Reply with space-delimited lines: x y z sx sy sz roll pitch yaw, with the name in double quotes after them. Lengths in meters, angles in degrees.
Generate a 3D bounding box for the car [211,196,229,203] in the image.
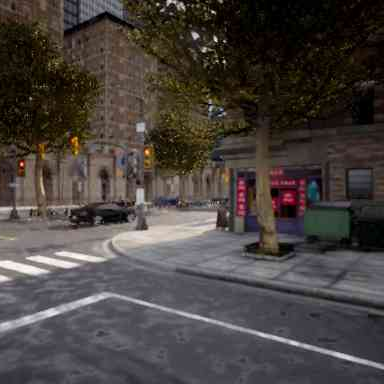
5.812 1.430 65.131 2.033 1.411 5.357 0 0 36 "car"

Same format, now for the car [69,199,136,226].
-6.101 1.469 23.289 1.882 1.535 5.008 -2 -1 34 "car"

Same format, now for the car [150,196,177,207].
-4.320 1.449 51.223 1.882 1.535 5.008 0 0 36 "car"

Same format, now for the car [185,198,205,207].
0.211 1.575 51.521 1.895 1.301 4.718 0 0 36 "car"
